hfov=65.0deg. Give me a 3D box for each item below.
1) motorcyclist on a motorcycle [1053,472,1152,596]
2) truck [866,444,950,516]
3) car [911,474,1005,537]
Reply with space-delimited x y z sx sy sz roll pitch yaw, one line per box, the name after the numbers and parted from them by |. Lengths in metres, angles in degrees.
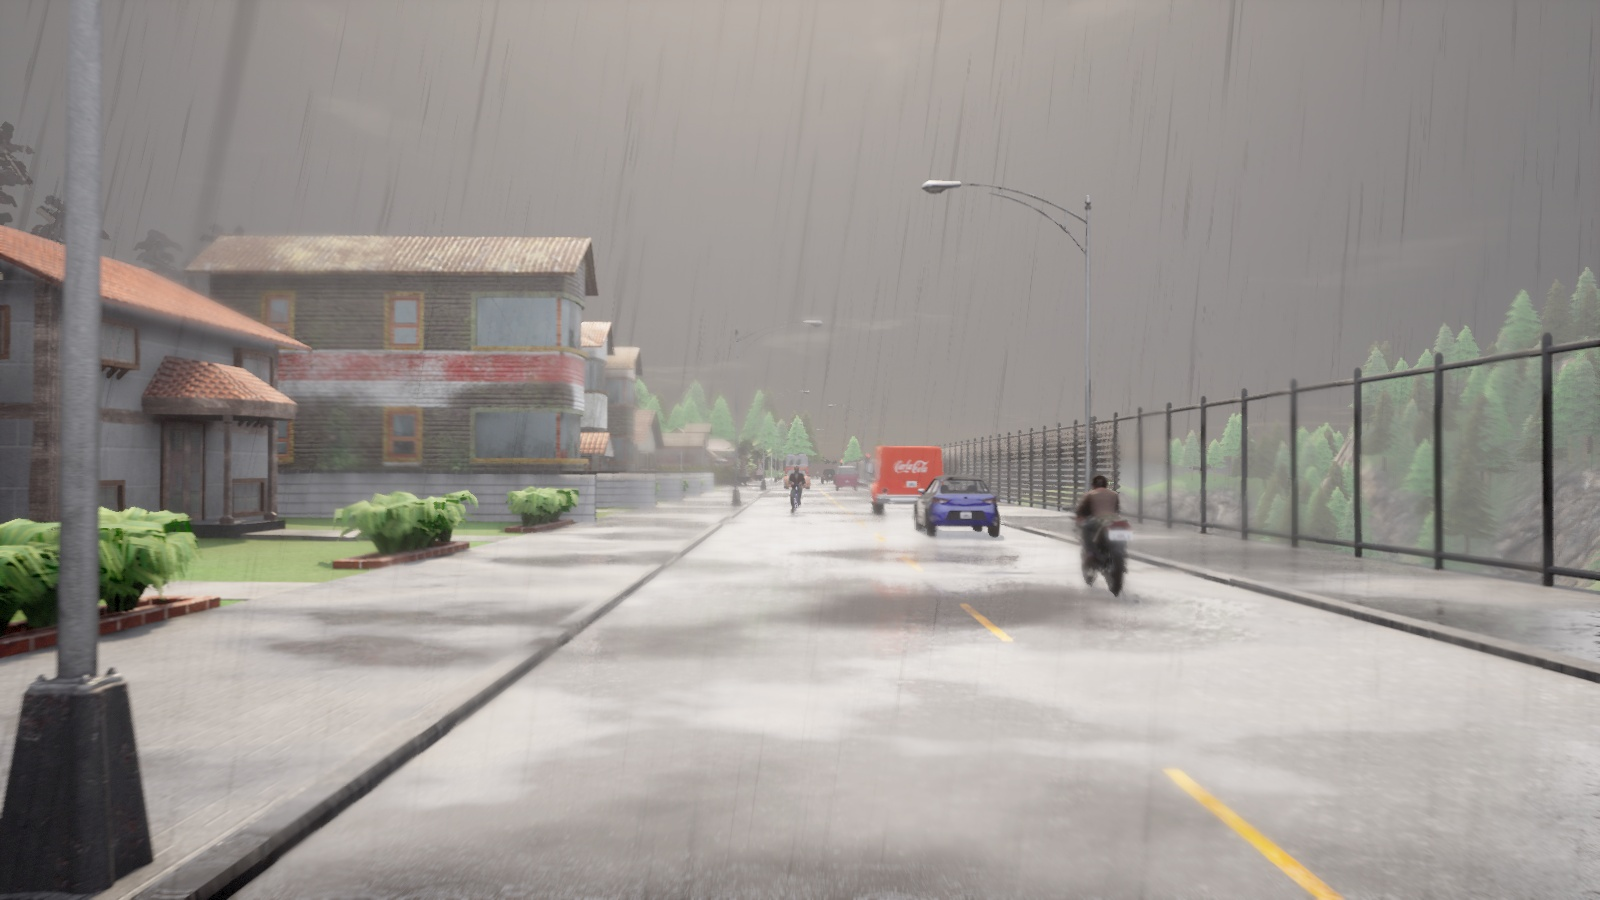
3.960 1.059 16.583 0.797 1.523 2.044 0 -1 0 | motorcyclist on a motorcycle
3.886 1.088 46.350 2.627 2.467 5.204 0 -1 0 | truck
3.923 1.345 31.815 1.816 1.474 4.193 0 -1 0 | car
